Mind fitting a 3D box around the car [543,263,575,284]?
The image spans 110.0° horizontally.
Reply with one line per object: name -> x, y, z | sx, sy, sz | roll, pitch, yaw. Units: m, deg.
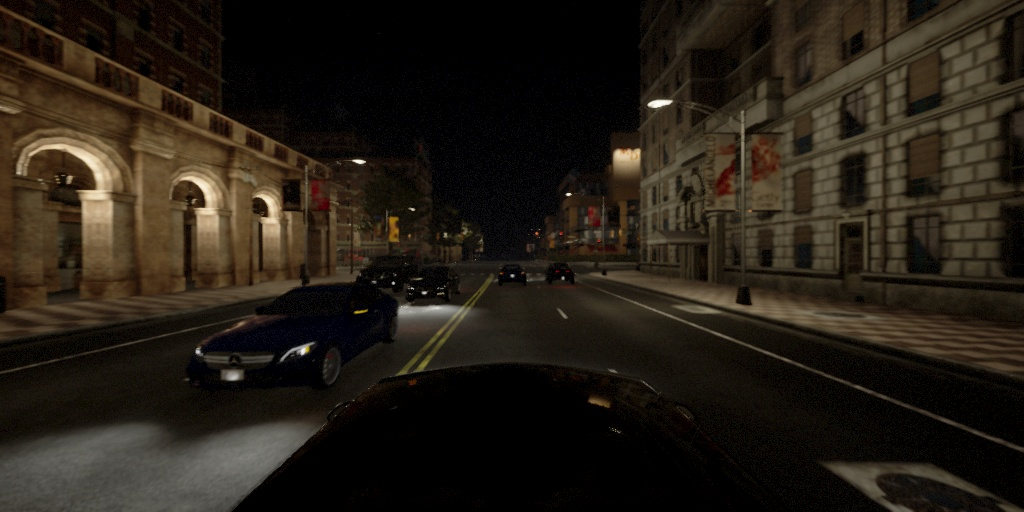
car -> 3.455, 1.245, 26.608 | 1.837, 1.490, 4.892 | 0, 0, 0

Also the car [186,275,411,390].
car -> -3.601, 1.277, 6.951 | 1.812, 1.442, 4.674 | 0, 0, 0

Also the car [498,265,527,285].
car -> 0.018, 1.306, 26.024 | 1.994, 1.385, 4.181 | 0, 0, -1

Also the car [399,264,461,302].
car -> -3.615, 1.251, 17.172 | 1.837, 1.490, 4.892 | 0, 1, 0

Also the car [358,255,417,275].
car -> -7.021, 0.967, 20.975 | 2.150, 2.045, 5.566 | 0, 0, 0
